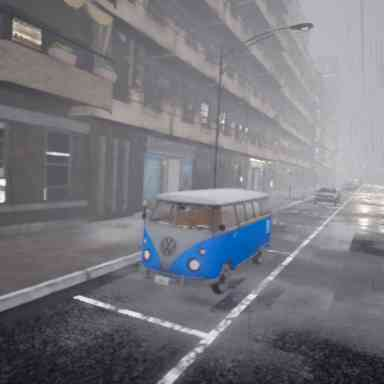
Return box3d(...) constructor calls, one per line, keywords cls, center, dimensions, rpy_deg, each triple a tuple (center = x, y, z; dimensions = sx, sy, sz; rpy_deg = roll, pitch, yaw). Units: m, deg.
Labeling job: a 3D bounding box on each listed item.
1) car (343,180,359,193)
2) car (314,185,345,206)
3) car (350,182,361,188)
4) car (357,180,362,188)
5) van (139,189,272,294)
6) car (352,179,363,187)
box3d(cls="car", center=(24.007, -0.720, 51.077), dimensions=(1.887, 1.381, 4.507), rpy_deg=(5, 5, 28))
box3d(cls="car", center=(10.955, 0.292, 26.763), dimensions=(1.802, 1.307, 4.206), rpy_deg=(5, 5, 28))
box3d(cls="car", center=(37.054, -1.630, 75.400), dimensions=(1.947, 1.339, 4.313), rpy_deg=(5, 4, 28))
box3d(cls="car", center=(29.239, -1.327, 60.789), dimensions=(2.192, 1.841, 5.009), rpy_deg=(5, 4, 28))
box3d(cls="van", center=(0.529, 0.856, 7.294), dimensions=(1.690, 1.788, 3.998), rpy_deg=(6, 5, 28))
box3d(cls="car", center=(42.283, -2.244, 85.114), dimensions=(2.192, 1.841, 5.009), rpy_deg=(5, 4, 28))
